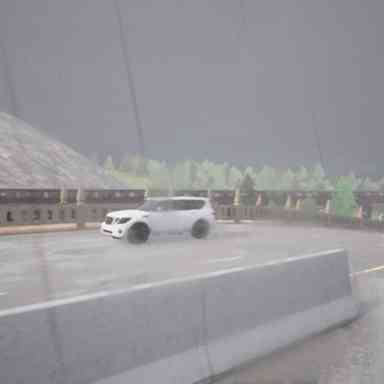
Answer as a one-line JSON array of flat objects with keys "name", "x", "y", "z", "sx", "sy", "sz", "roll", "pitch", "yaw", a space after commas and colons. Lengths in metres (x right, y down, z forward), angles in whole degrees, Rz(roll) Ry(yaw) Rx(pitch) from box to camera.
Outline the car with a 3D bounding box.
[{"name": "car", "x": -1.393, "y": 1.231, "z": 15.898, "sx": 5.566, "sy": 2.045, "sz": 2.150, "roll": 1, "pitch": 0, "yaw": -36}]
